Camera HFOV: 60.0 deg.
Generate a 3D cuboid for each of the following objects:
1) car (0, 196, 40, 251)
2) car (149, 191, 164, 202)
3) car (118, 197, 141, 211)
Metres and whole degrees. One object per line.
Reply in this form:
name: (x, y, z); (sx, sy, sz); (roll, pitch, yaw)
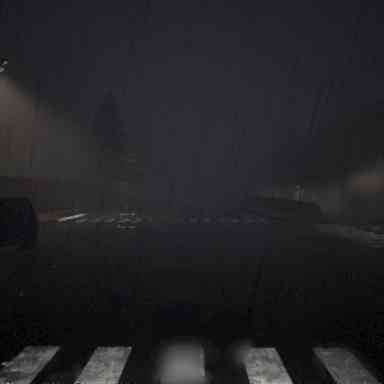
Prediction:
car: (-7.011, 1.173, 10.734); (2.150, 2.045, 5.566); (0, 0, 0)
car: (-6.598, 0.915, 63.151); (2.150, 2.045, 5.566); (-1, 1, 4)
car: (-6.842, 1.307, 37.030); (2.128, 1.511, 4.902); (0, 0, 0)
